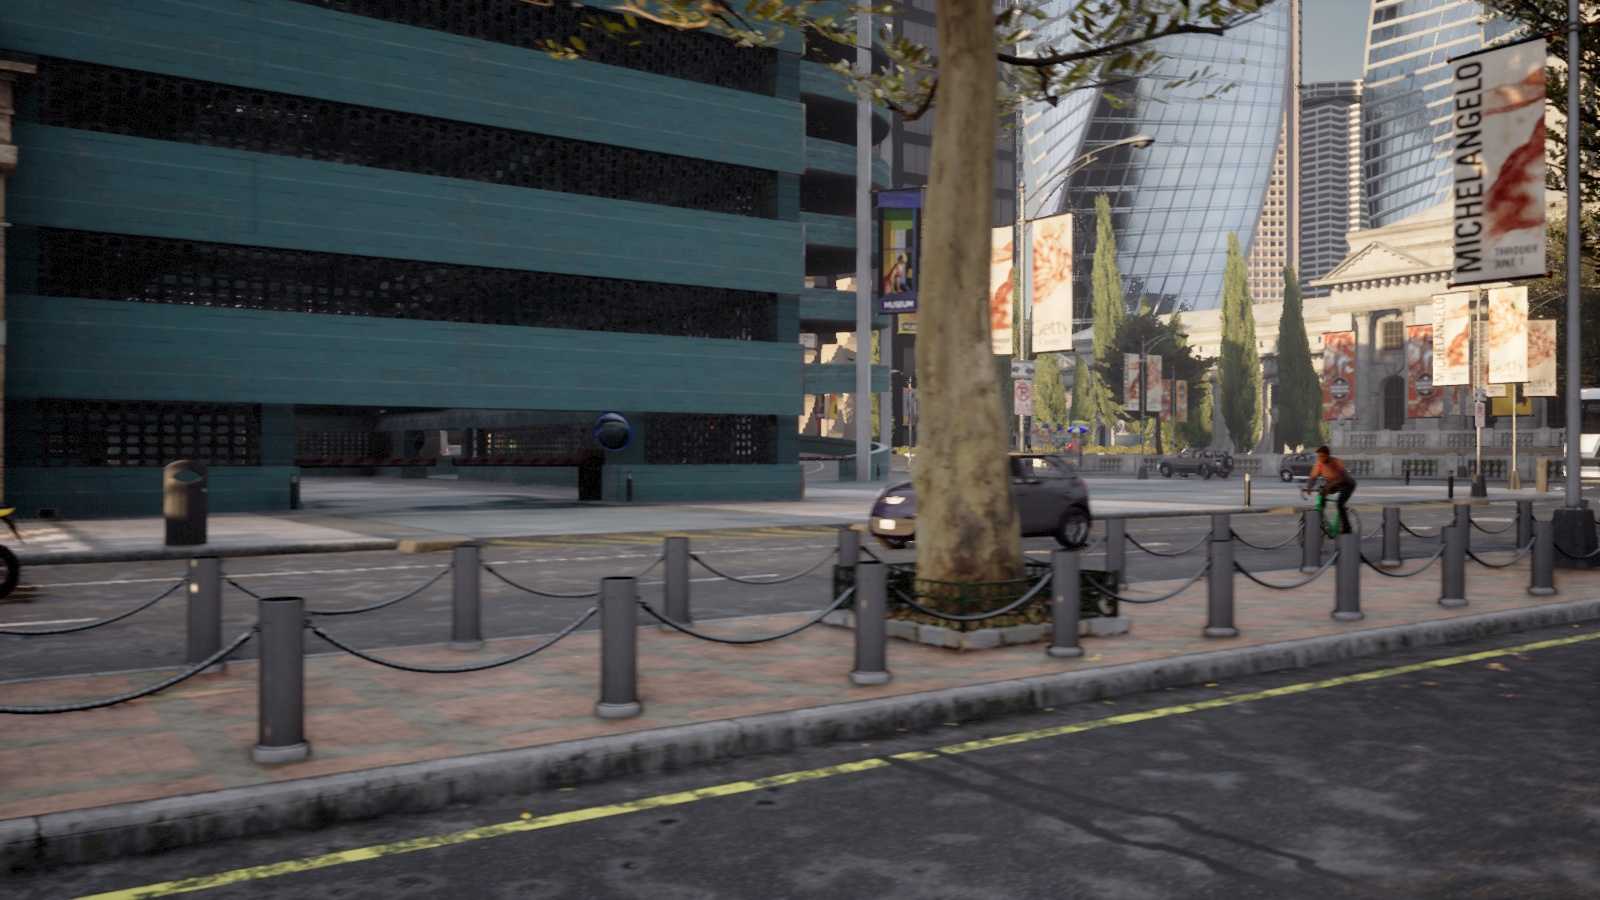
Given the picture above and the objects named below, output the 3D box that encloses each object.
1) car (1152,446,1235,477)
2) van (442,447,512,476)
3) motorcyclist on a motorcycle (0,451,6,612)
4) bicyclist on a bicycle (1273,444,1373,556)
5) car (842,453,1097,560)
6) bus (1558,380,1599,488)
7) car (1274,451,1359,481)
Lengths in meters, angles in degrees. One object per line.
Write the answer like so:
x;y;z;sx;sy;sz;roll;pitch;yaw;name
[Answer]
23.944;0.695;76.495;1.932;1.855;4.605;0;0;-35;car
-22.324;0.768;86.772;4.442;1.987;1.775;0;0;-21;van
-8.609;0.777;11.677;2.044;1.523;0.797;0;0;-35;motorcyclist on a motorcycle
7.879;0.726;18.884;1.656;1.620;0.582;0;0;-35;bicyclist on a bicycle
2.656;0.801;19.514;3.633;1.501;1.845;0;0;-35;car
33.683;-0.595;46.991;3.944;4.253;10.273;1;0;-3;bus
27.068;0.823;65.877;1.789;1.549;3.705;0;0;-35;car
